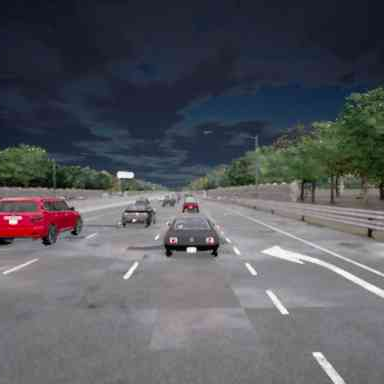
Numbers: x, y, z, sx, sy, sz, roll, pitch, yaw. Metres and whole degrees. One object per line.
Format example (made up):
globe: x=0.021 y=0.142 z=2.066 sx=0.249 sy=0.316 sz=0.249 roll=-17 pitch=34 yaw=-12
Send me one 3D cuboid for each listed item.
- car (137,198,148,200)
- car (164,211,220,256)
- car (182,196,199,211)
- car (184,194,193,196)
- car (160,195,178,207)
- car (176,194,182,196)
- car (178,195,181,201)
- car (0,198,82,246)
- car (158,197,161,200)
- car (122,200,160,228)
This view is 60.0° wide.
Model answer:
car: x=-7.235 y=1.654 z=49.265 sx=1.837 sy=1.490 sz=4.892 roll=0 pitch=0 yaw=-1
car: x=-0.013 y=1.644 z=13.269 sx=1.895 sy=1.301 sz=4.718 roll=0 pitch=0 yaw=0
car: x=-0.163 y=1.604 z=41.249 sx=1.882 sy=1.535 sz=5.008 roll=0 pitch=0 yaw=0
car: x=-0.407 y=1.715 z=64.430 sx=1.812 sy=1.442 sz=4.674 roll=0 pitch=0 yaw=-1
car: x=-3.801 y=1.669 z=55.645 sx=1.837 sy=1.490 sz=4.892 roll=0 pitch=0 yaw=-1
car: x=-4.287 y=1.772 z=89.284 sx=1.882 sy=1.535 sz=5.008 roll=0 pitch=0 yaw=-1
car: x=-4.015 y=1.814 z=72.473 sx=1.895 sy=1.301 sz=4.718 roll=0 pitch=0 yaw=-1
car: x=-7.020 y=1.275 z=15.732 sx=2.150 sy=2.045 sz=5.566 roll=0 pitch=0 yaw=0
car: x=-7.746 y=1.878 z=86.922 sx=1.895 sy=1.301 sz=4.718 roll=0 pitch=0 yaw=-1
car: x=-3.547 y=1.567 z=22.862 sx=2.128 sy=1.511 sz=4.902 roll=0 pitch=0 yaw=0
